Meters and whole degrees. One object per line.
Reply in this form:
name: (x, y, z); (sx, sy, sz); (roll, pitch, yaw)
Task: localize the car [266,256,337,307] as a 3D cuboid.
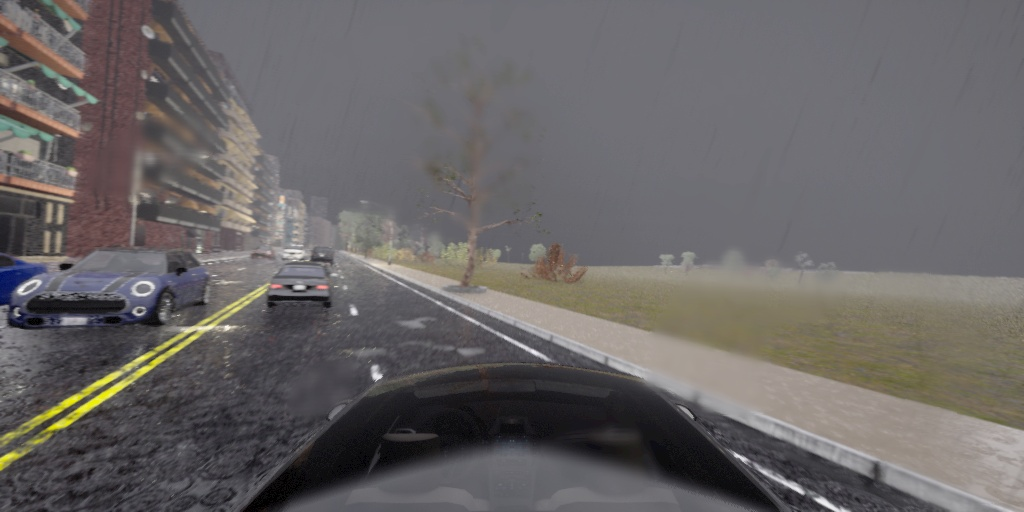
car: (-7.394, 0.919, 12.825); (2.033, 1.411, 5.357); (4, 0, -27)

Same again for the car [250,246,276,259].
car: (-30.805, -0.496, 44.514); (2.097, 1.767, 4.553); (4, 0, -26)

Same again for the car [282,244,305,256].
car: (-27.900, -0.440, 45.982); (2.150, 2.045, 5.566); (4, 0, -26)

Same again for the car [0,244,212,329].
car: (-9.184, 0.584, 8.751); (2.097, 1.767, 4.553); (4, 0, -27)

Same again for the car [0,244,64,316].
car: (-12.011, 0.525, 7.134); (1.882, 1.535, 5.008); (4, 0, -27)

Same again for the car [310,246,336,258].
car: (-20.168, -0.016, 38.191); (2.150, 2.045, 5.566); (4, 0, -27)
